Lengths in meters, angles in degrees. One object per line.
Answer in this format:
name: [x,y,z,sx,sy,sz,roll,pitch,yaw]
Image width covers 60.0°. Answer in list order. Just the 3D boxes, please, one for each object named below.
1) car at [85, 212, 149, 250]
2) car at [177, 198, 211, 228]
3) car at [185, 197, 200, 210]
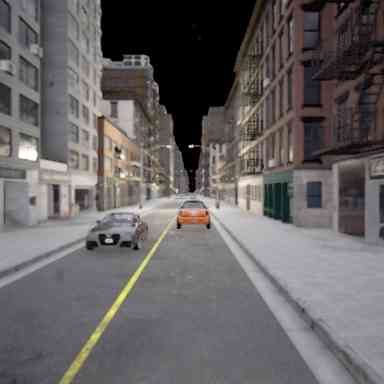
car: [-2.998,1.570,14.025,1.994,1.385,4.181,0,0,0]
car: [0.105,1.347,22.170,2.097,1.767,4.553,0,0,0]
car: [0.111,1.488,43.125,1.837,1.490,4.892,0,0,0]
